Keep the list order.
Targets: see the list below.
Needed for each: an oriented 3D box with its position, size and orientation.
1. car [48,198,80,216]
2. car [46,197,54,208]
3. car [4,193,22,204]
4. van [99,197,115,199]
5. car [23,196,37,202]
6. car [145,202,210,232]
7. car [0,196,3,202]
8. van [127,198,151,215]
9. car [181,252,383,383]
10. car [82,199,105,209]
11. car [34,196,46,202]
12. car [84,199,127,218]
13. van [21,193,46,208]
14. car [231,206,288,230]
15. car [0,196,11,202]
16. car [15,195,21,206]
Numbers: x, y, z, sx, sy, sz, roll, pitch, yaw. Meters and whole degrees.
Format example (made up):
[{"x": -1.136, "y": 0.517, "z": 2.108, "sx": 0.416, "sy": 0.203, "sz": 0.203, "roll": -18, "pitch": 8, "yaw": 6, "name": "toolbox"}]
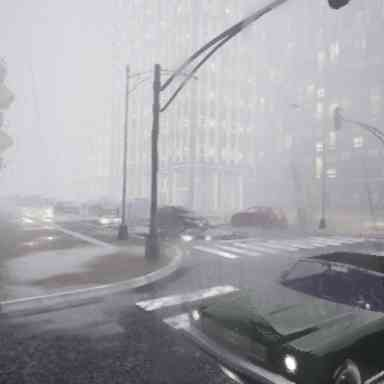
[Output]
[{"x": -12.082, "y": 1.530, "z": 32.038, "sx": 2.008, "sy": 1.369, "sz": 4.403, "roll": 2, "pitch": -1, "yaw": -35, "name": "car"}, {"x": -20.310, "y": 1.555, "z": 48.286, "sx": 1.837, "sy": 1.490, "sz": 4.892, "roll": 2, "pitch": -2, "yaw": -35, "name": "car"}, {"x": -31.673, "y": 1.273, "z": 59.693, "sx": 2.192, "sy": 1.841, "sz": 5.009, "roll": 2, "pitch": -1, "yaw": -35, "name": "car"}, {"x": -11.774, "y": 1.563, "z": 46.103, "sx": 1.690, "sy": 1.788, "sz": 3.998, "roll": 2, "pitch": -1, "yaw": -35, "name": "van"}, {"x": -38.776, "y": 1.639, "z": 79.540, "sx": 2.128, "sy": 1.511, "sz": 4.902, "roll": 2, "pitch": -1, "yaw": -35, "name": "car"}, {"x": -0.816, "y": 1.598, "z": 20.619, "sx": 1.812, "sy": 1.442, "sz": 4.674, "roll": 2, "pitch": -1, "yaw": -35, "name": "car"}, {"x": -38.212, "y": 1.520, "z": 68.906, "sx": 1.947, "sy": 1.339, "sz": 4.313, "roll": 2, "pitch": -1, "yaw": -35, "name": "car"}, {"x": -5.242, "y": 1.571, "z": 36.885, "sx": 1.690, "sy": 1.788, "sz": 3.998, "roll": 2, "pitch": -1, "yaw": -35, "name": "van"}, {"x": 2.210, "y": 1.651, "z": 4.826, "sx": 4.718, "sy": 1.301, "sz": 1.895, "roll": 1, "pitch": 0, "yaw": -35, "name": "car"}, {"x": -15.047, "y": 1.784, "z": 50.707, "sx": 1.947, "sy": 1.339, "sz": 4.313, "roll": 2, "pitch": -1, "yaw": -35, "name": "car"}, {"x": -37.911, "y": 1.785, "z": 82.966, "sx": 1.802, "sy": 1.307, "sz": 4.206, "roll": 2, "pitch": -1, "yaw": -35, "name": "car"}, {"x": -8.105, "y": 1.621, "z": 30.905, "sx": 1.994, "sy": 1.385, "sz": 4.181, "roll": 2, "pitch": -1, "yaw": -35, "name": "car"}, {"x": -21.875, "y": 1.308, "z": 45.867, "sx": 1.690, "sy": 1.788, "sz": 3.998, "roll": 2, "pitch": -1, "yaw": -35, "name": "van"}, {"x": 4.555, "y": 1.687, "z": 23.058, "sx": 1.967, "sy": 1.590, "sz": 4.097, "roll": 2, "pitch": -1, "yaw": -35, "name": "car"}, {"x": -41.477, "y": 1.503, "z": 73.514, "sx": 2.008, "sy": 1.369, "sz": 4.403, "roll": 2, "pitch": -1, "yaw": -35, "name": "car"}, {"x": -25.147, "y": 1.545, "z": 50.472, "sx": 1.802, "sy": 1.307, "sz": 4.206, "roll": 2, "pitch": -1, "yaw": -35, "name": "car"}]
